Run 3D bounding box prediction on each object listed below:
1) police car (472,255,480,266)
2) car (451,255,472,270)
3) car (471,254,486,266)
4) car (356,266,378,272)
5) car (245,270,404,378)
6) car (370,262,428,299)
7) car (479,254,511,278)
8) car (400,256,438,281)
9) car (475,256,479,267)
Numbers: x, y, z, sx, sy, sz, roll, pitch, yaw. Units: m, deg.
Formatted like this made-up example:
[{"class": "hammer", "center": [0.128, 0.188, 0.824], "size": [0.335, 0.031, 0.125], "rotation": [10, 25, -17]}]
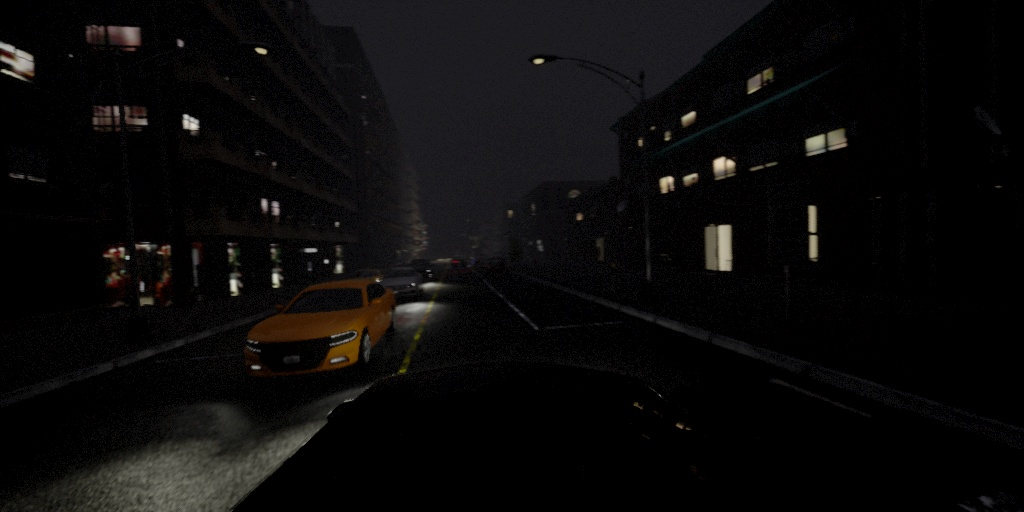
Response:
[{"class": "police car", "center": [-4.162, 0.594, 48.616], "size": [1.930, 1.638, 5.238], "rotation": [-3, 1, -9]}, {"class": "car", "center": [-6.445, 0.853, 43.813], "size": [2.128, 1.511, 4.902], "rotation": [-3, 1, -9]}, {"class": "car", "center": [-5.262, 0.584, 55.419], "size": [1.882, 1.535, 5.008], "rotation": [-3, 1, -9]}, {"class": "car", "center": [-8.691, 1.375, 21.383], "size": [1.751, 1.417, 4.829], "rotation": [0, 0, -9]}, {"class": "car", "center": [-3.867, 1.324, 8.084], "size": [1.882, 1.535, 5.008], "rotation": [-3, 1, -9]}, {"class": "car", "center": [-5.458, 1.281, 17.869], "size": [1.812, 1.442, 4.674], "rotation": [-3, 1, -9]}, {"class": "car", "center": [-1.271, 0.812, 28.485], "size": [1.967, 1.591, 4.097], "rotation": [0, 0, -9]}, {"class": "car", "center": [-7.078, 1.014, 27.840], "size": [2.097, 1.767, 4.553], "rotation": [-3, 1, -9]}, {"class": "car", "center": [-2.204, 0.904, 34.084], "size": [1.802, 1.307, 4.207], "rotation": [0, 0, -9]}]
